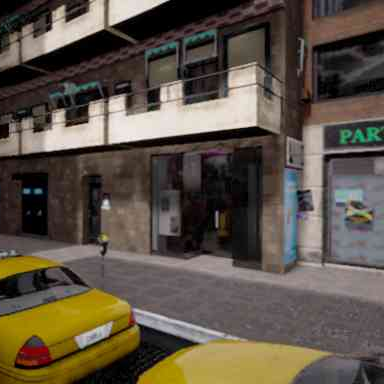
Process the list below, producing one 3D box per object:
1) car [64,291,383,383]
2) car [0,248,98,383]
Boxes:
[{"bbox_3d":[1.556,1.525,1.760,4.829,1.417,1.752,0,0,35],"label":"car"},{"bbox_3d":[-2.943,1.530,4.966,4.829,1.417,1.752,0,0,35],"label":"car"}]
